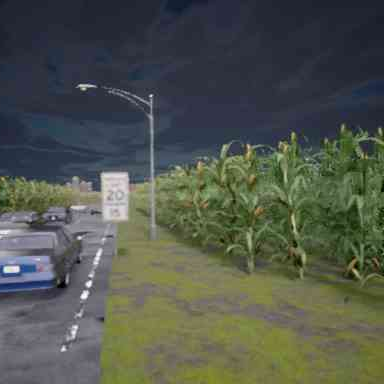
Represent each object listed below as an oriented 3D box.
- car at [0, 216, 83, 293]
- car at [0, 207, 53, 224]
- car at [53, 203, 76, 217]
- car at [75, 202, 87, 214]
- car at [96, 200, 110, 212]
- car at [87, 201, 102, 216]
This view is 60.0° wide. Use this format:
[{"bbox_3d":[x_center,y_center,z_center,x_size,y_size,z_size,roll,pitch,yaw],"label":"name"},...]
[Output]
[{"bbox_3d":[-4.230,1.659,9.262,2.033,1.411,5.357,-1,0,-12],"label":"car"},{"bbox_3d":[-8.863,1.731,17.014,2.128,1.511,4.902,-1,-1,-12],"label":"car"},{"bbox_3d":[-11.280,1.914,27.996,1.994,1.385,4.181,-1,0,-12],"label":"car"},{"bbox_3d":[-14.507,2.007,43.009,1.895,1.301,4.718,-1,0,-12],"label":"car"},{"bbox_3d":[-12.916,2.004,48.554,1.837,1.490,4.892,-1,0,-12],"label":"car"},{"bbox_3d":[-10.695,1.971,38.747,1.994,1.385,4.181,-1,0,-12],"label":"car"}]
